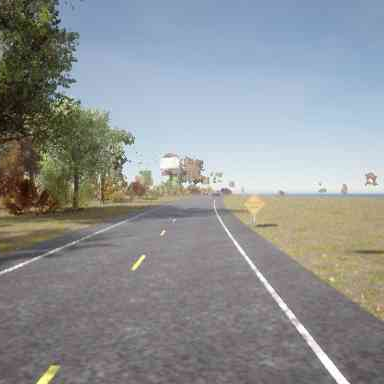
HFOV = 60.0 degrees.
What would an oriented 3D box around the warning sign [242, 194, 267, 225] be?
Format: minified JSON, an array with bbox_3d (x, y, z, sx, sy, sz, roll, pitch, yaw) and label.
[{"bbox_3d":[3.811,1.046,20.322,1.300,1.860,1.060,-1,0,1],"label":"warning sign"}]
